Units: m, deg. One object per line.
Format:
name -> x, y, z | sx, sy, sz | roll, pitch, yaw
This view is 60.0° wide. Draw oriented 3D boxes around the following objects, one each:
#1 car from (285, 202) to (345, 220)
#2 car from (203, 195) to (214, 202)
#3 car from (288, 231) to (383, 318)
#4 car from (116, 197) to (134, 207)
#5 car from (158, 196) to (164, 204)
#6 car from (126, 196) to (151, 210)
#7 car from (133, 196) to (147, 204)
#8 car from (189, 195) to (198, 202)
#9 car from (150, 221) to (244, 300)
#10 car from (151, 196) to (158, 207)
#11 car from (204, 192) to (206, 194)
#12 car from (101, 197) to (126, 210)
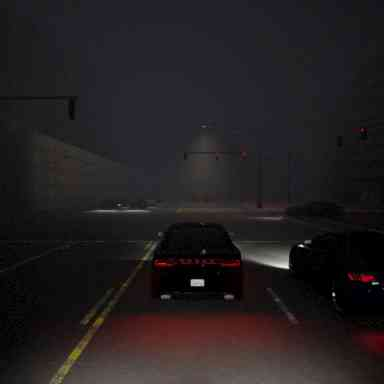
car -> 10.217, 1.525, 27.768 | 4.674, 1.442, 1.812 | 0, 0, 13
car -> 3.819, 1.515, 73.025 | 1.812, 1.442, 4.674 | 0, 0, 0
car -> 3.606, 1.564, 7.462 | 1.994, 1.385, 4.181 | 0, 0, 0
car -> -10.355, 1.526, 51.990 | 1.812, 1.442, 4.674 | 0, 0, 0
car -> -6.744, 1.504, 66.099 | 1.837, 1.490, 4.892 | 0, 0, 1
car -> -6.904, 1.564, 43.277 | 1.994, 1.385, 4.181 | 0, 0, 0
car -> -10.250, 1.564, 66.019 | 1.994, 1.385, 4.181 | 0, 0, 0
car -> 0.319, 1.515, 73.040 | 1.812, 1.442, 4.674 | 0, 0, 0
car -> 0.106, 1.478, 8.443 | 1.882, 1.535, 5.008 | 0, 0, 0
car -> -6.853, 1.526, 52.034 | 1.812, 1.442, 4.674 | 0, 0, 0
car -> 3.863, 1.413, 83.026 | 2.128, 1.511, 4.902 | 0, 0, 0
car -> -10.405, 1.564, 43.237 | 1.994, 1.385, 4.181 | 0, 0, 0
